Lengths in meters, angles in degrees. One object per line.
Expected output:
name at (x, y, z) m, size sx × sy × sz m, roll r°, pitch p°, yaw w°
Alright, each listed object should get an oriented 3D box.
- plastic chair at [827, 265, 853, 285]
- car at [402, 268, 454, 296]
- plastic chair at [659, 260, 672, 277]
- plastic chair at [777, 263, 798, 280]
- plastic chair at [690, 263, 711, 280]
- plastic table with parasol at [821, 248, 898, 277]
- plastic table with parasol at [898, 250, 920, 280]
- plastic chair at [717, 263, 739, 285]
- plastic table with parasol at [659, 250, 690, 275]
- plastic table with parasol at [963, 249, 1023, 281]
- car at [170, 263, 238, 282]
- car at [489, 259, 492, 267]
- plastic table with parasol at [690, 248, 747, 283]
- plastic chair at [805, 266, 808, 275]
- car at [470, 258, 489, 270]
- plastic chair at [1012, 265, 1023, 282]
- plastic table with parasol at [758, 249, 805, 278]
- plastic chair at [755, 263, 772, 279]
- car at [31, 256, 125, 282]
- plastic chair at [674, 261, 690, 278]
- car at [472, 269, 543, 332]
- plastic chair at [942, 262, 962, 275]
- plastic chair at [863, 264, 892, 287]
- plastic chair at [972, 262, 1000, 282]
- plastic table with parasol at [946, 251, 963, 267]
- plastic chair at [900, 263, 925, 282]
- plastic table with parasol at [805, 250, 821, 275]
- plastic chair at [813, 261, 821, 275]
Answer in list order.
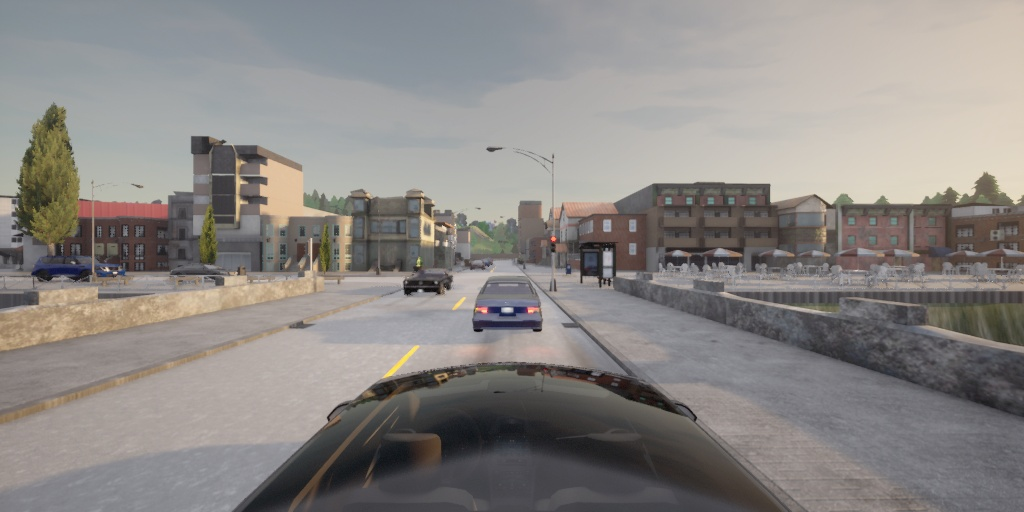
plastic chair at (22.219, 1.289, 24.298) m, size 0.730 × 1.272 × 0.750 m, roll 0°, pitch 0°, yaw -1°
car at (-4.407, 1.360, 19.385) m, size 1.895 × 1.301 × 4.718 m, roll 0°, pitch 0°, yaw -1°
plastic chair at (14.176, 1.295, 33.474) m, size 0.730 × 1.272 × 0.750 m, roll 0°, pitch 0°, yaw -1°
plastic chair at (22.344, 1.292, 29.100) m, size 0.750 × 1.272 × 0.730 m, roll 0°, pitch 0°, yaw -1°
plastic chair at (13.496, 1.291, 25.663) m, size 0.730 × 1.272 × 0.750 m, roll 0°, pitch 0°, yaw -1°
plastic table with parasol at (23.419, 0.685, 24.266) m, size 2.482 × 2.480 × 2.482 m, roll 0°, pitch 0°, yaw -1°
plastic table with parasol at (30.069, 0.687, 28.199) m, size 2.482 × 2.480 × 2.482 m, roll 0°, pitch 0°, yaw -1°
plastic chair at (14.618, 1.290, 24.280) m, size 0.750 × 1.272 × 0.730 m, roll 0°, pitch 0°, yaw -1°
plastic table with parasol at (15.398, 0.690, 33.373) m, size 2.482 × 2.480 × 2.482 m, roll 0°, pitch 0°, yaw -1°
plastic table with parasol at (37.363, 0.686, 27.342) m, size 2.482 × 2.480 × 2.482 m, roll 0°, pitch 0°, yaw -1°
car at (-24.333, 1.291, 28.440) m, size 4.674 × 1.442 × 1.812 m, roll 0°, pitch 0°, yaw -1°
car at (-5.071, 1.260, 64.974) m, size 1.882 × 1.535 × 5.008 m, roll 0°, pitch 0°, yaw 0°
plastic table with parasol at (14.768, 0.686, 25.543) m, size 2.482 × 2.480 × 2.482 m, roll 0°, pitch 0°, yaw -1°
plastic chair at (28.249, 1.294, 35.292) m, size 0.730 × 1.272 × 0.750 m, roll 0°, pitch 0°, yaw -1°
car at (-4.918, 1.302, 52.446) m, size 1.812 × 1.442 × 4.674 m, roll 0°, pitch 0°, yaw 1°
plastic chair at (37.394, 1.289, 26.032) m, size 0.750 × 1.272 × 0.730 m, roll 0°, pitch 0°, yaw -1°
plastic table with parasol at (22.423, 0.688, 30.451) m, size 2.482 × 2.480 × 2.482 m, roll 0°, pitch 0°, yaw -1°
plastic chair at (21.223, 1.292, 30.483) m, size 0.730 × 1.272 × 0.750 m, roll 0°, pitch 0°, yaw -1°
car at (-34.087, 0.988, 28.271) m, size 5.566 × 2.045 × 2.150 m, roll 0°, pitch 0°, yaw -1°
plastic chair at (15.297, 1.294, 32.092) m, size 0.750 × 1.272 × 0.730 m, roll 0°, pitch 0°, yaw -1°
car at (-0.115, 1.302, 10.823) m, size 2.033 × 1.411 × 5.357 m, roll 0°, pitch 0°, yaw 0°
plastic chair at (44.930, 1.294, 36.650) m, size 0.730 × 1.272 × 0.750 m, roll 0°, pitch 0°, yaw -1°
plastic chair at (23.340, 1.288, 22.915) m, size 0.750 × 1.272 × 0.730 m, roll 0°, pitch 0°, yaw -1°
plastic chair at (36.234, 1.289, 27.412) m, size 0.730 × 1.272 × 0.750 m, roll 0°, pitch 0°, yaw -1°
plastic table with parasol at (46.132, 0.690, 36.548) m, size 2.482 × 2.480 × 2.482 m, roll 0°, pitch 0°, yaw -1°
plastic chair at (30.079, 1.290, 26.919) m, size 0.750 × 1.272 × 0.730 m, roll 0°, pitch 0°, yaw -1°
plastic table with parasol at (29.679, 0.690, 35.284) m, size 2.482 × 2.480 × 2.482 m, roll 0°, pitch 0°, yaw -1°
plastic chair at (29.371, 1.294, 33.909) m, size 0.750 × 1.272 × 0.730 m, roll 0°, pitch 0°, yaw -1°
